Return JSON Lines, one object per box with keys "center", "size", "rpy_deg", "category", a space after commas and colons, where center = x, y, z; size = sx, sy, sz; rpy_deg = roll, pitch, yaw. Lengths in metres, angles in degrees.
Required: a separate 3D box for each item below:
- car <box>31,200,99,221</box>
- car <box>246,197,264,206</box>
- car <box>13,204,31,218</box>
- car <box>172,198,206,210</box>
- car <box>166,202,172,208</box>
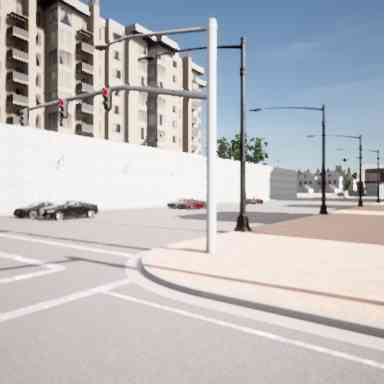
{"center": [-9.894, 1.428, 26.970], "size": [2.128, 1.511, 4.902], "rpy_deg": [0, 0, 36], "category": "car"}
{"center": [10.287, 1.503, 54.898], "size": [1.994, 1.385, 4.181], "rpy_deg": [0, 0, 36], "category": "car"}
{"center": [-12.992, 1.491, 28.647], "size": [1.994, 1.385, 4.181], "rpy_deg": [0, 0, 35], "category": "car"}
{"center": [-0.009, 1.500, 40.720], "size": [1.994, 1.385, 4.181], "rpy_deg": [0, 0, 36], "category": "car"}
{"center": [-1.162, 1.475, 45.116], "size": [2.033, 1.411, 5.357], "rpy_deg": [0, 0, 36], "category": "car"}
